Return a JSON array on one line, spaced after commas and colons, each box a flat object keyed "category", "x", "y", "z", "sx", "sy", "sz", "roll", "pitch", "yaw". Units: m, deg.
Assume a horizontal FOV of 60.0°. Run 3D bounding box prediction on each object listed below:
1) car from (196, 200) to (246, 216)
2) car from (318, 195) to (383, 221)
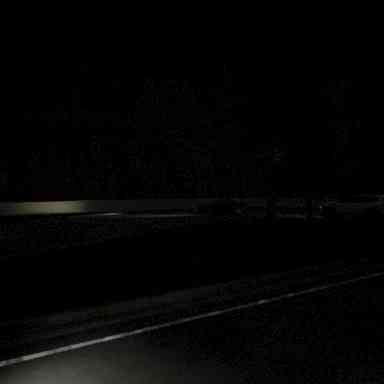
[{"category": "car", "x": 2.792, "y": 1.473, "z": 32.029, "sx": 4.902, "sy": 1.511, "sz": 2.128, "roll": 0, "pitch": 0, "yaw": -15}, {"category": "car", "x": 13.403, "y": 1.228, "z": 27.419, "sx": 5.566, "sy": 2.045, "sz": 2.150, "roll": 0, "pitch": -1, "yaw": 41}]
